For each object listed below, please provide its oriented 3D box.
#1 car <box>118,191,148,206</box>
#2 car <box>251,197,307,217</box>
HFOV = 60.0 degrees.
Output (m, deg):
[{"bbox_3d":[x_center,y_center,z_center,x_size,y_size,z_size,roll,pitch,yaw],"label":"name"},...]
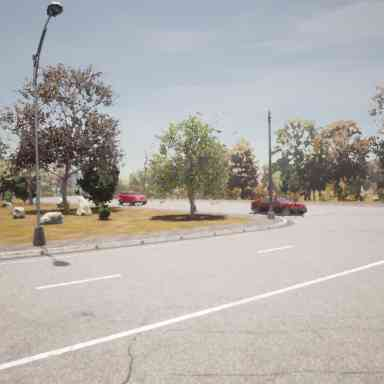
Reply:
[{"bbox_3d":[-8.485,0.895,47.342,2.150,2.045,5.566,-2,1,-39],"label":"car"},{"bbox_3d":[7.087,1.126,27.537,1.882,1.535,5.008,-2,1,-37],"label":"car"}]
